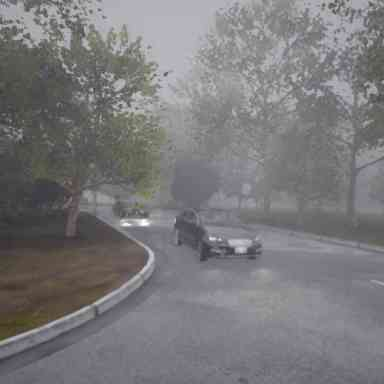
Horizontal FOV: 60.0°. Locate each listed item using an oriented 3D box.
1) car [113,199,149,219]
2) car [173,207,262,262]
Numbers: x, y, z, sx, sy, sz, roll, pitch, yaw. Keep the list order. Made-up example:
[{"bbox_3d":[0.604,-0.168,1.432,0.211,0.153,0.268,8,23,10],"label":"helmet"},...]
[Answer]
[{"bbox_3d":[-4.597,1.202,24.826,1.994,1.385,4.181,2,0,-25],"label":"car"},{"bbox_3d":[0.668,1.292,11.378,2.128,1.511,4.902,2,0,-16],"label":"car"}]
